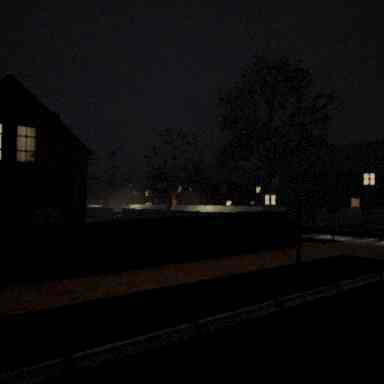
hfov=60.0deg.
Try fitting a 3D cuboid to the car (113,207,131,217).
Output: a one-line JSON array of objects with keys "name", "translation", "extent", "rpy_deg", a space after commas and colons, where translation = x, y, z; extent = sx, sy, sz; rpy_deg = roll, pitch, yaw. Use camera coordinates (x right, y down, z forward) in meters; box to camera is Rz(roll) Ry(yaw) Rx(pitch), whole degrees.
[{"name": "car", "translation": [-8.563, 2.614, 42.293], "extent": [2.033, 1.411, 5.357], "rpy_deg": [1, -2, -35]}]
